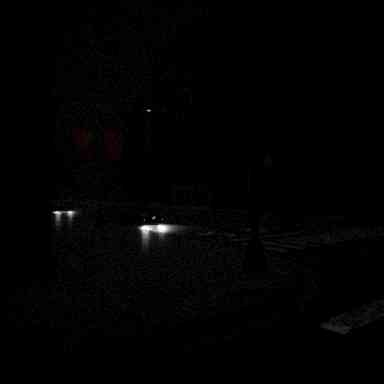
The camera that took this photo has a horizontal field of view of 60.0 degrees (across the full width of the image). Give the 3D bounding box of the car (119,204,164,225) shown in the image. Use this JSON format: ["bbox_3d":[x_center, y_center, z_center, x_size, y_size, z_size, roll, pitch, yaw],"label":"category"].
[{"bbox_3d":[-3.804,1.616,24.646,1.994,1.385,4.181,0,0,-36],"label":"car"}]

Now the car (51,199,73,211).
[{"bbox_3d":[-17.000,1.664,43.113,1.812,1.442,4.674,0,0,-35],"label":"car"}]
